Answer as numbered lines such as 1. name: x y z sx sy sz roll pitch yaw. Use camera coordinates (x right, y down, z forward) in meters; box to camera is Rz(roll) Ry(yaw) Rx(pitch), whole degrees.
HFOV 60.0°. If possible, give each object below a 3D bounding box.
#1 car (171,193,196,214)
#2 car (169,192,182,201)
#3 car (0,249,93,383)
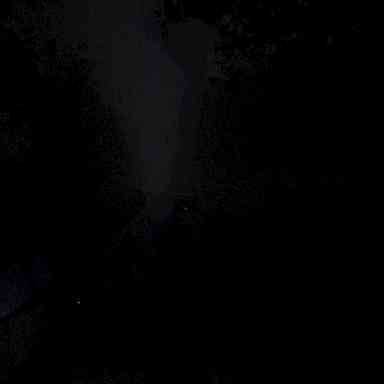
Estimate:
1. car: -0.699 1.151 31.467 2.128 1.511 4.902 0 2 -4
2. car: -1.953 0.666 44.625 1.994 1.385 4.181 1 3 -6
3. car: -2.825 1.519 4.191 2.033 1.411 5.357 1 0 0
